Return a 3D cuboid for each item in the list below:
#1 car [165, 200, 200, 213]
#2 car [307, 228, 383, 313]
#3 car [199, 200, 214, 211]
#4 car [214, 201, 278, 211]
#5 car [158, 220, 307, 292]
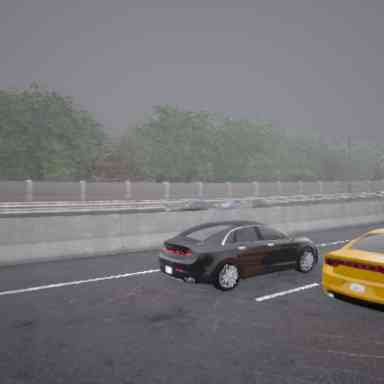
[{"bbox_3d":[-0.092,1.454,29.557,4.902,1.511,2.128,0,0,-34],"label":"car"},{"bbox_3d":[4.901,1.509,7.208,5.008,1.535,1.882,0,0,-35],"label":"car"},{"bbox_3d":[3.255,1.482,27.613,4.674,1.442,1.812,-1,0,-34],"label":"car"},{"bbox_3d":[4.294,1.478,24.078,4.892,1.490,1.837,0,0,-35],"label":"car"},{"bbox_3d":[1.444,1.532,9.052,4.892,1.490,1.837,0,0,-35],"label":"car"}]
